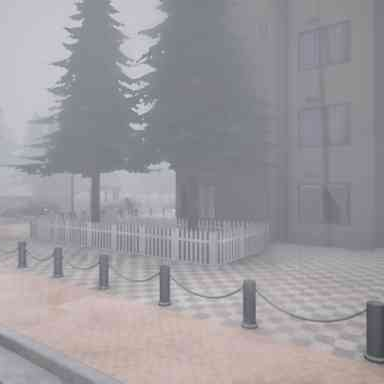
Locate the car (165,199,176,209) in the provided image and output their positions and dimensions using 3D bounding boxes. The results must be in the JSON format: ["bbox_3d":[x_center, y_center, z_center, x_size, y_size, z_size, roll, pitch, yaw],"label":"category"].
[{"bbox_3d":[-1.612,1.508,45.076,1.812,1.442,4.674,0,0,37],"label":"car"}]

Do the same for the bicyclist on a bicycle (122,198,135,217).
[{"bbox_3d":[-5.345,1.283,27.851,1.656,1.620,0.582,0,0,37],"label":"bicyclist on a bicycle"}]

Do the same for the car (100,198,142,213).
[{"bbox_3d":[-7.825,1.459,36.946,1.882,1.535,5.008,0,0,37],"label":"car"}]

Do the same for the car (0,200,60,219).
[{"bbox_3d":[-13.951,1.473,28.893,2.128,1.511,4.902,0,0,37],"label":"car"}]
